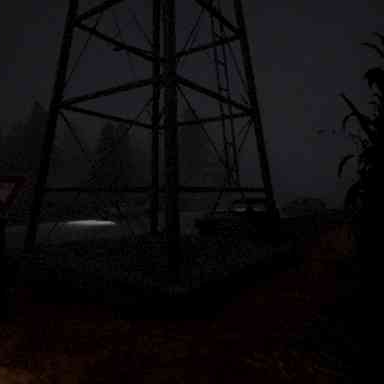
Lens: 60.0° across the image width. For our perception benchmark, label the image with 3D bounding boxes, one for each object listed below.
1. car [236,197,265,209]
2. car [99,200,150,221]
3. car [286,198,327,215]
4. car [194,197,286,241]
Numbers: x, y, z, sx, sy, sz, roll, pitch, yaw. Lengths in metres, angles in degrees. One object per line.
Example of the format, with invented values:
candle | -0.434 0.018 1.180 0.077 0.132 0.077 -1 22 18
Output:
car | 7.688 1.397 43.411 1.812 1.442 4.674 0 0 36
car | -5.020 1.398 25.976 1.812 1.442 4.674 0 0 36
car | 10.057 1.349 30.339 3.988 1.617 1.851 0 0 35
car | 2.051 1.222 15.332 3.866 1.878 1.905 0 0 5
